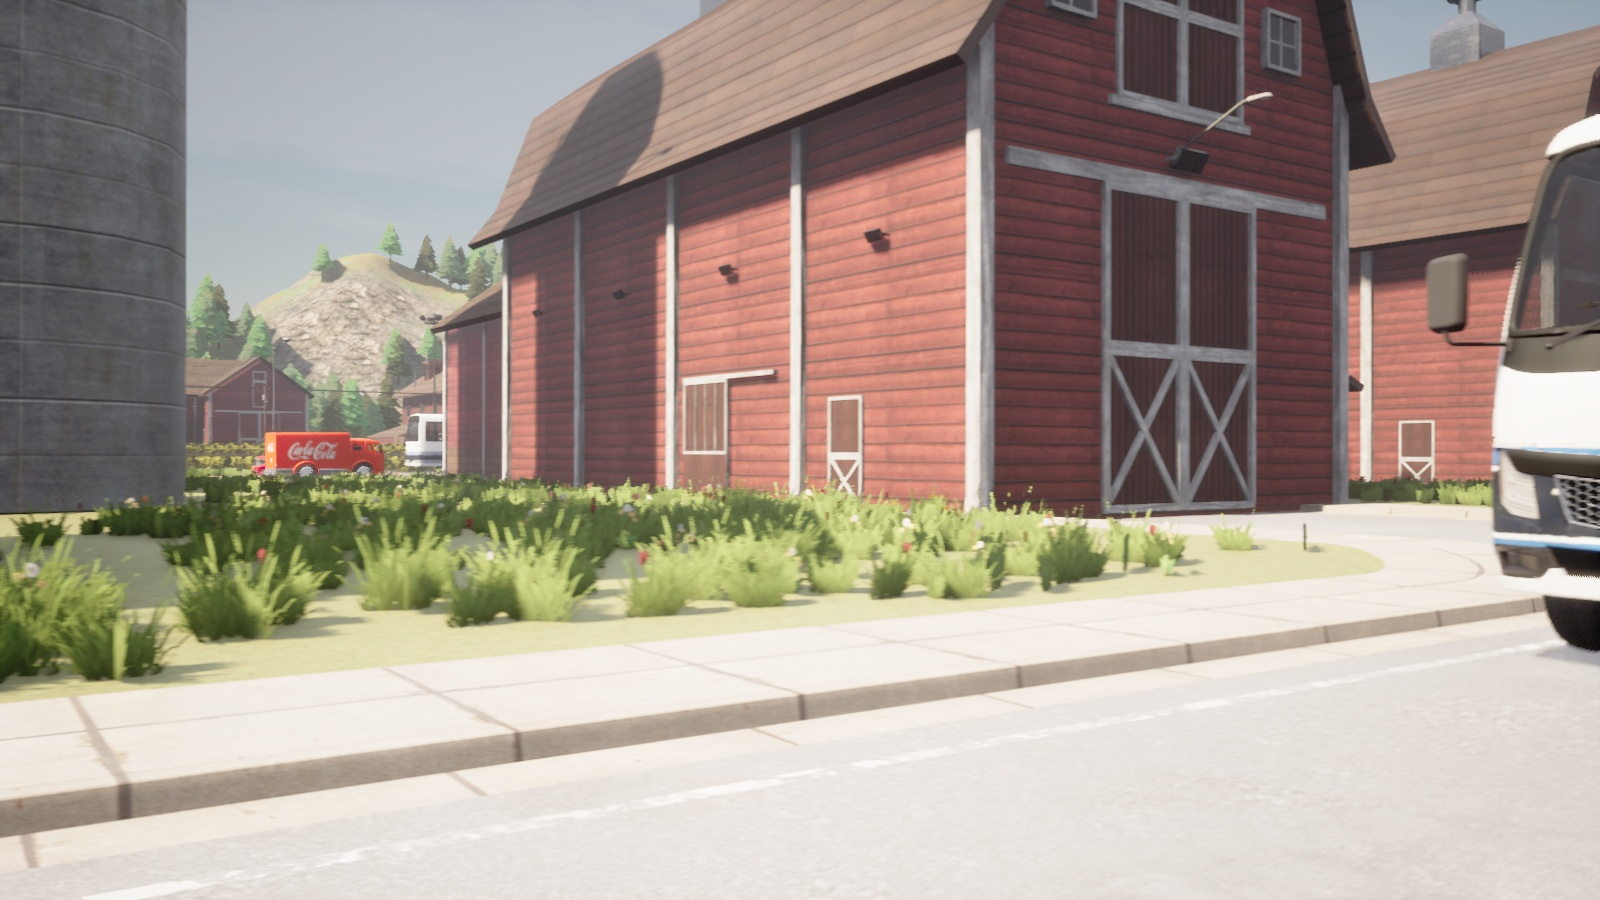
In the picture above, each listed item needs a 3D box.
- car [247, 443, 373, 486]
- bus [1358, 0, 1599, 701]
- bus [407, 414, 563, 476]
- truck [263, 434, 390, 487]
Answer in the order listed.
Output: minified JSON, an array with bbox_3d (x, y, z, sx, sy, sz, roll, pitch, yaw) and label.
[{"bbox_3d":[-24.624,0.697,63.170,5.566,2.045,2.150,0,0,-35],"label":"car"},{"bbox_3d":[9.264,-0.640,10.107,10.273,4.253,3.944,0,0,-35],"label":"bus"},{"bbox_3d":[-22.915,-0.332,91.610,10.273,4.253,3.944,0,0,-35],"label":"bus"},{"bbox_3d":[-22.684,0.481,60.257,5.204,2.467,2.627,0,0,-35],"label":"truck"}]
